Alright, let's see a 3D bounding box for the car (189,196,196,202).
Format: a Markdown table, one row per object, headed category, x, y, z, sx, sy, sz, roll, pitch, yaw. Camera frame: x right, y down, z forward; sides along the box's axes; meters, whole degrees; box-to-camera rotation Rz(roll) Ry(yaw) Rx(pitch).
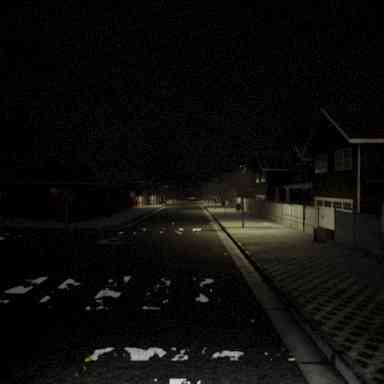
| category | x | y | z | sx | sy | sz | roll | pitch | yaw |
| --- | --- | --- | --- | --- | --- | --- | --- | --- | --- |
| car | 0.053 | 1.829 | 86.245 | 2.128 | 1.511 | 4.902 | 0 | 0 | 0 |
